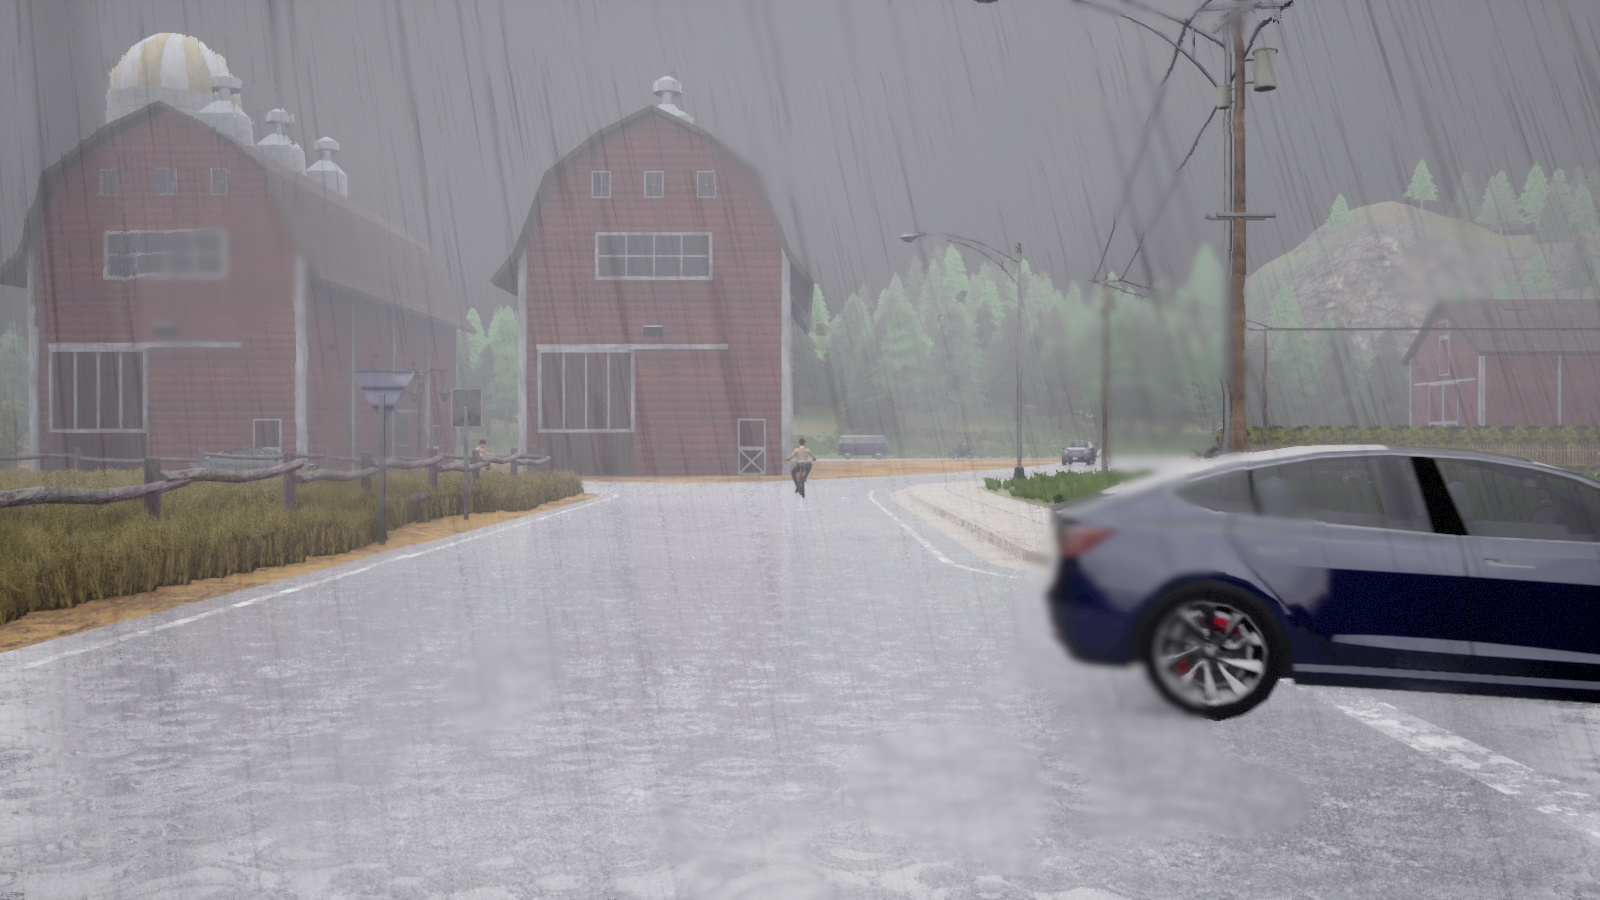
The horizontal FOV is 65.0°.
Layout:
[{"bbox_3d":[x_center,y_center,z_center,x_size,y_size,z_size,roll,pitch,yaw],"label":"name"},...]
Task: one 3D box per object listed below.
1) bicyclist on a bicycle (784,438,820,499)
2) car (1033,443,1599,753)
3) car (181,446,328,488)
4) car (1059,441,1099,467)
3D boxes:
[{"bbox_3d":[0.044,0.489,34.426,0.866,1.612,1.509,0,0,-4],"label":"bicyclist on a bicycle"},{"bbox_3d":[3.877,0.709,7.161,4.792,1.488,2.163,0,0,17],"label":"car"},{"bbox_3d":[-18.576,0.553,42.928,4.181,1.385,1.994,0,0,-4],"label":"car"},{"bbox_3d":[16.450,0.207,73.983,1.845,1.501,3.633,0,1,20],"label":"car"}]
